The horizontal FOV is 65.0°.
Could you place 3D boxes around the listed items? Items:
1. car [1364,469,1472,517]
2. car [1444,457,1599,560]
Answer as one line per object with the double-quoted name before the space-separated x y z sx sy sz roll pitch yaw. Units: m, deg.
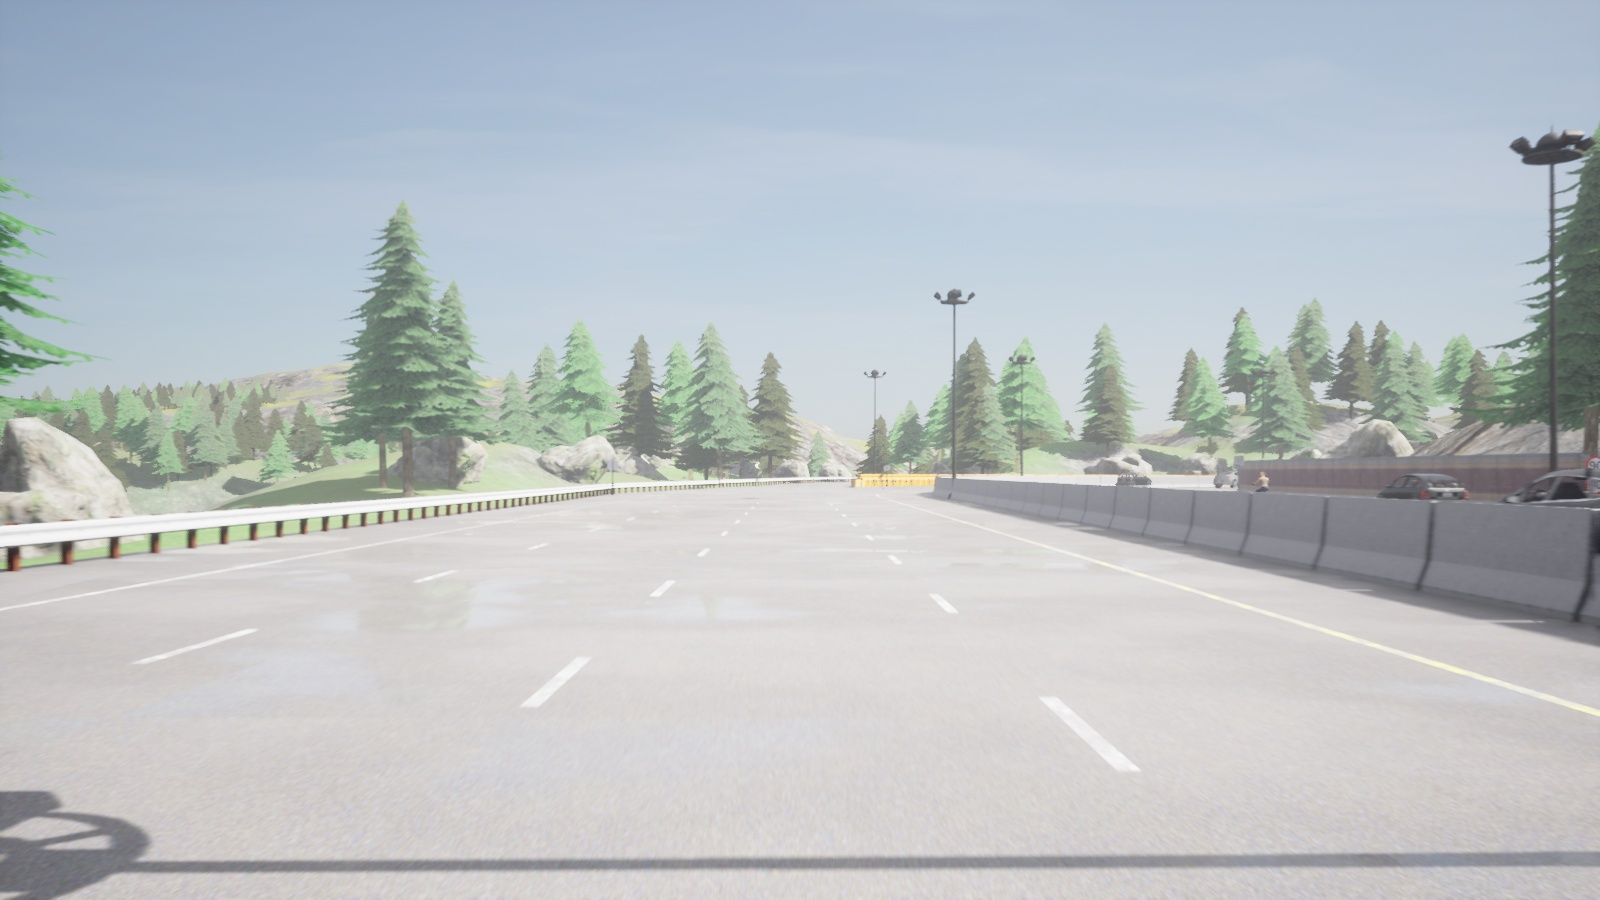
"car" 20.826 1.415 42.475 1.789 1.549 3.705 0 -1 0
"car" 13.932 0.980 22.634 2.242 1.667 4.611 0 -1 0
